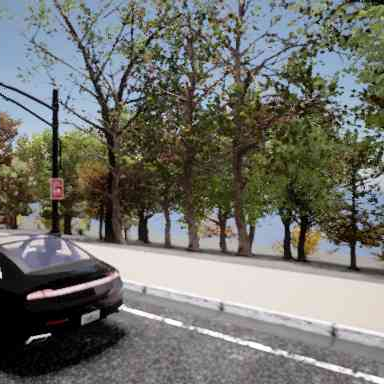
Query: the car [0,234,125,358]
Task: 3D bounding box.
[{"bbox_3d":[-3.348,1.532,6.058,4.902,1.511,2.128,0,0,37],"label":"car"}]
